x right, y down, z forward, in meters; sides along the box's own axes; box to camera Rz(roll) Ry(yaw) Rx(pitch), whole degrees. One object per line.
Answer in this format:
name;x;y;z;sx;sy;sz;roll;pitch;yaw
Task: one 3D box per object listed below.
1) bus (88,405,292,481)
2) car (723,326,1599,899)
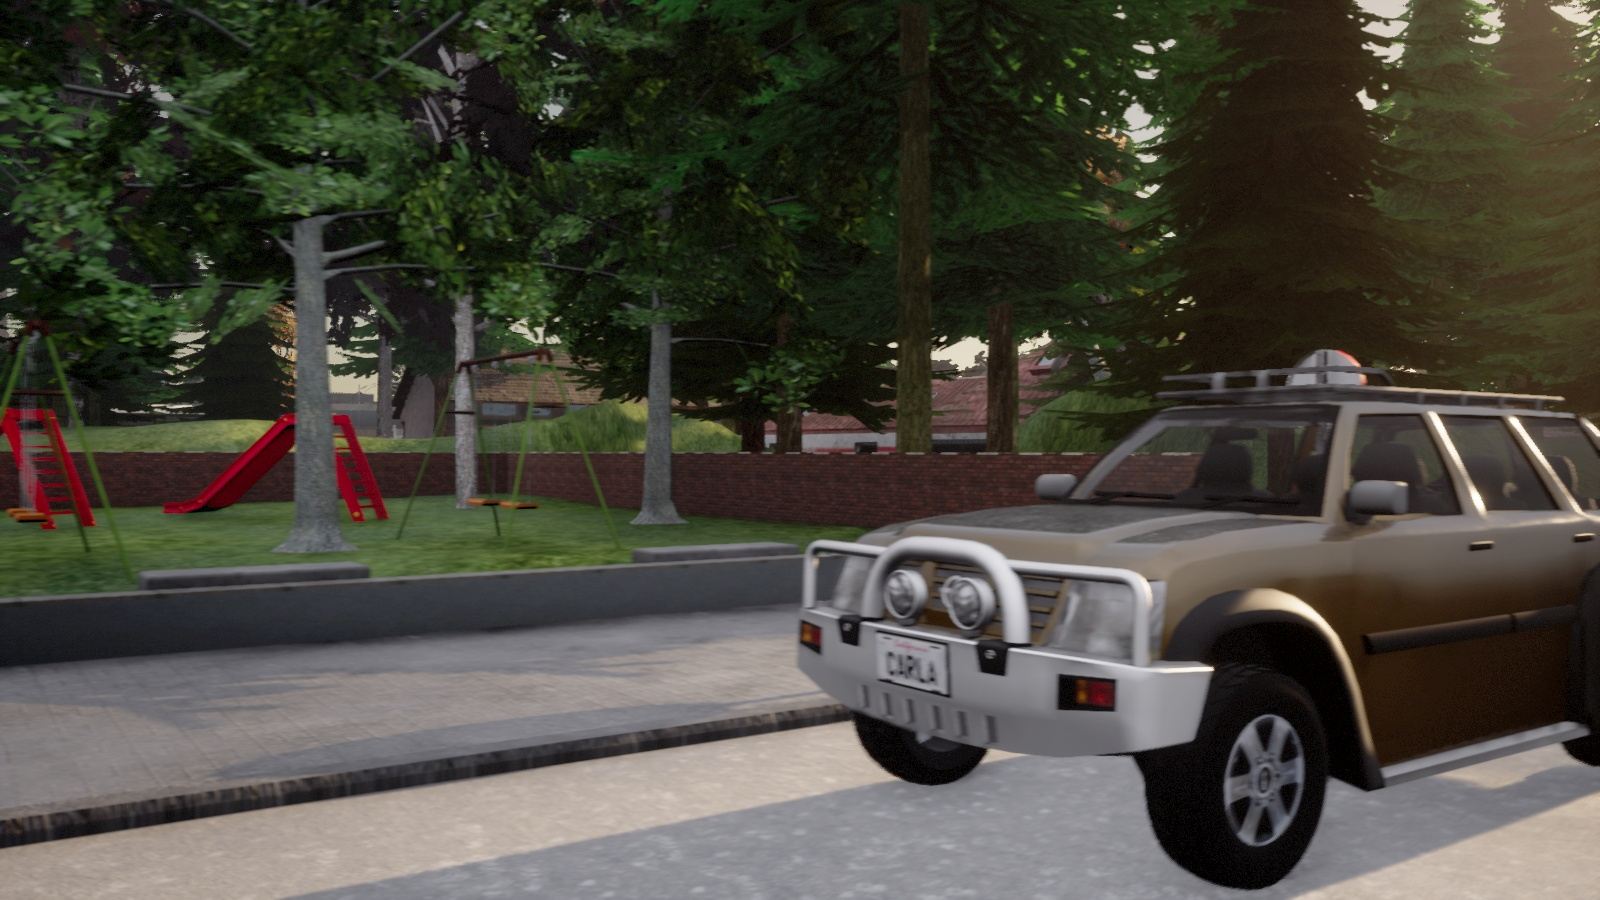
bus;-36.035;-0.373;74.417;10.273;4.253;3.944;0;0;-37
car;2.122;0.571;5.746;4.605;1.855;1.932;0;0;-35
